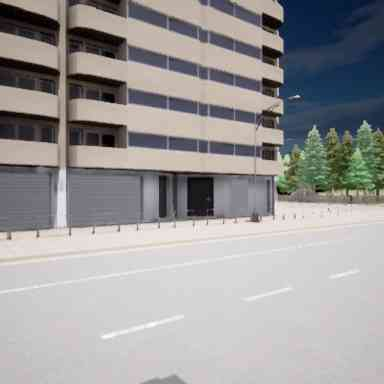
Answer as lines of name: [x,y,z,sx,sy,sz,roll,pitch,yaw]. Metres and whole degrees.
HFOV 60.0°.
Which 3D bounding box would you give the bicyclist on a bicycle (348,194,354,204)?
bicyclist on a bicycle: [25.897,1.218,54.225,1.656,1.620,0.582,0,0,-35]
